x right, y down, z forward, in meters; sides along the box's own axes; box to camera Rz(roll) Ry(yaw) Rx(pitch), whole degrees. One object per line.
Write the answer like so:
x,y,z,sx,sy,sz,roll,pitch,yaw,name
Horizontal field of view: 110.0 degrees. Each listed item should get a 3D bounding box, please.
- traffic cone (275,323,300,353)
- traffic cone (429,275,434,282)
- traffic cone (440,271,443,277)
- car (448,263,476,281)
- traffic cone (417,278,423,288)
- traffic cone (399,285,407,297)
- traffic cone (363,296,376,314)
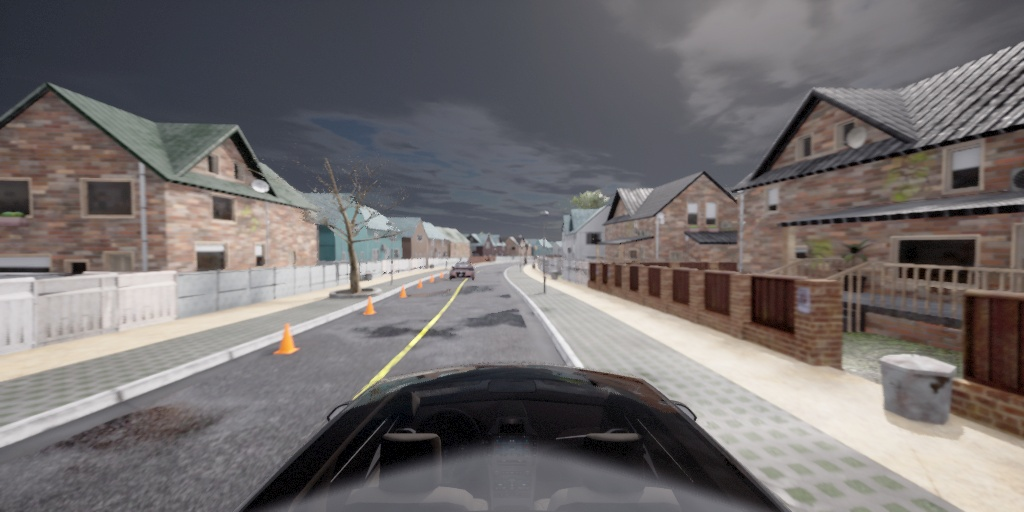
-4.709,1.704,7.512,0.340,0.580,0.340,0,0,-2,traffic cone
-6.107,1.655,27.393,0.340,0.580,0.340,0,0,-4,traffic cone
-6.364,1.639,32.450,0.340,0.580,0.340,0,0,-2,traffic cone
-3.993,1.248,29.317,1.994,1.385,4.181,0,0,-3,car
-5.725,1.670,22.344,0.340,0.580,0.340,0,0,-5,traffic cone
-5.274,1.682,17.378,0.340,0.580,0.340,0,0,-5,traffic cone
-4.931,1.693,12.449,0.340,0.580,0.340,0,0,-3,traffic cone
